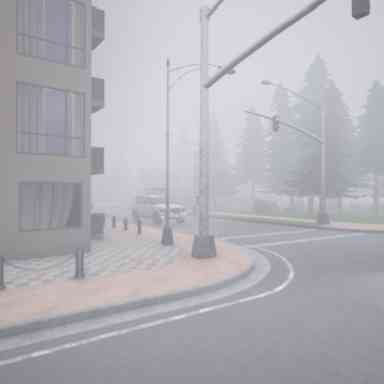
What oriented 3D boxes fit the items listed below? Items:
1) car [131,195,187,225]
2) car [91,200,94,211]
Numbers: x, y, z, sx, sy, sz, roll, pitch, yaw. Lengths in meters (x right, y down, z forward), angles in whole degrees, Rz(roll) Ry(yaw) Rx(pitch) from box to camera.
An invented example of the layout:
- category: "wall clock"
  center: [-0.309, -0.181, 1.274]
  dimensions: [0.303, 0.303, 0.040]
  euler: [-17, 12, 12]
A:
- category: "car"
  center: [-2.590, 1.255, 24.666]
  dimensions: [2.150, 2.045, 5.566]
  euler: [0, 0, -35]
- category: "car"
  center: [-13.929, 1.257, 41.175]
  dimensions: [2.150, 2.045, 5.566]
  euler: [0, 0, -34]
